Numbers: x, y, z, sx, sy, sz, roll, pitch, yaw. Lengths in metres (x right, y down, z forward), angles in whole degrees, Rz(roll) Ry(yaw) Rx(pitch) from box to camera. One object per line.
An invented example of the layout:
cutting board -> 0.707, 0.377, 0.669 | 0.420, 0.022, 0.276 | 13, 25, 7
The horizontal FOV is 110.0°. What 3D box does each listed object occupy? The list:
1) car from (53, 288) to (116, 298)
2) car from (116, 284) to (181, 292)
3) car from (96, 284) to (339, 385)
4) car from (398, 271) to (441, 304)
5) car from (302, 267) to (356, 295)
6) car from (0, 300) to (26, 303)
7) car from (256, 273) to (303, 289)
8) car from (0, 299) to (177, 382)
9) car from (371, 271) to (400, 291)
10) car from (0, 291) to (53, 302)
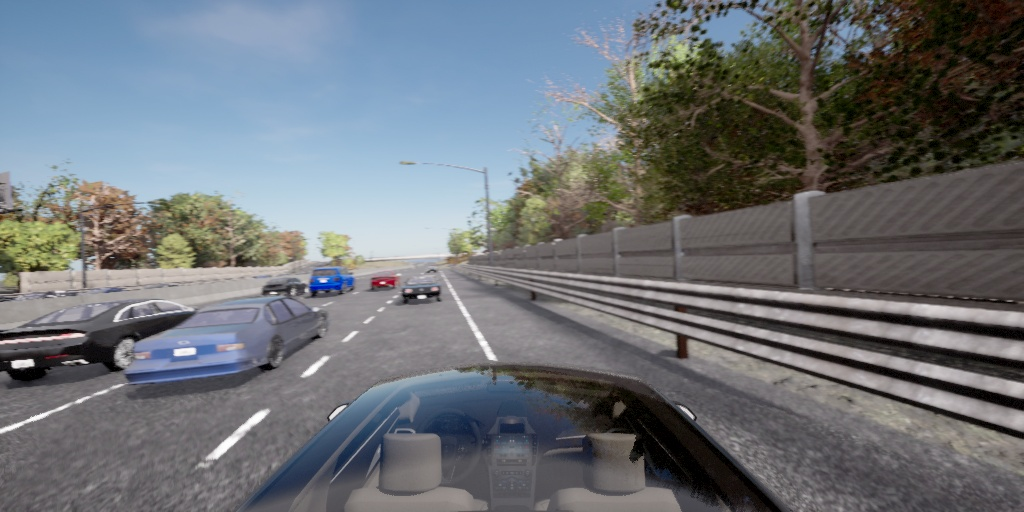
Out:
car -> -31.666, 3.263, 27.678 | 1.812, 1.442, 4.674 | -3, 0, -12
car -> -28.332, 3.051, 28.785 | 1.837, 1.490, 4.892 | -3, -1, -12
car -> -5.940, 1.676, 8.392 | 2.033, 1.411, 5.357 | -3, 0, -12
car -> -4.812, 1.711, 19.418 | 1.895, 1.301, 4.718 | -3, 0, -12
car -> -13.550, 1.883, 27.300 | 2.150, 2.045, 5.566 | -3, 0, -12
car -> -12.752, 2.003, 6.820 | 1.882, 1.535, 5.008 | -3, 0, -12
car -> -17.089, 2.377, 27.234 | 1.837, 1.490, 4.892 | -3, 0, -12
car -> -9.661, 1.844, 9.077 | 2.128, 1.511, 4.902 | -3, 0, -12
car -> -10.586, 1.978, 30.247 | 1.882, 1.535, 5.008 | -3, 0, -12
car -> -35.038, 3.424, 26.738 | 2.128, 1.511, 4.902 | -3, 0, -12
